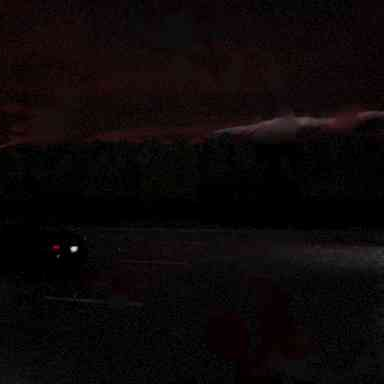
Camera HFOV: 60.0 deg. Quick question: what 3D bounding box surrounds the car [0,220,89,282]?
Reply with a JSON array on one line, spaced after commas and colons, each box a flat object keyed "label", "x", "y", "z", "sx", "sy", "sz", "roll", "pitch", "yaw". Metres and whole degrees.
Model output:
[{"label": "car", "x": -5.052, "y": 1.492, "z": 9.242, "sx": 4.181, "sy": 1.385, "sz": 1.994, "roll": 0, "pitch": 1, "yaw": 13}]
